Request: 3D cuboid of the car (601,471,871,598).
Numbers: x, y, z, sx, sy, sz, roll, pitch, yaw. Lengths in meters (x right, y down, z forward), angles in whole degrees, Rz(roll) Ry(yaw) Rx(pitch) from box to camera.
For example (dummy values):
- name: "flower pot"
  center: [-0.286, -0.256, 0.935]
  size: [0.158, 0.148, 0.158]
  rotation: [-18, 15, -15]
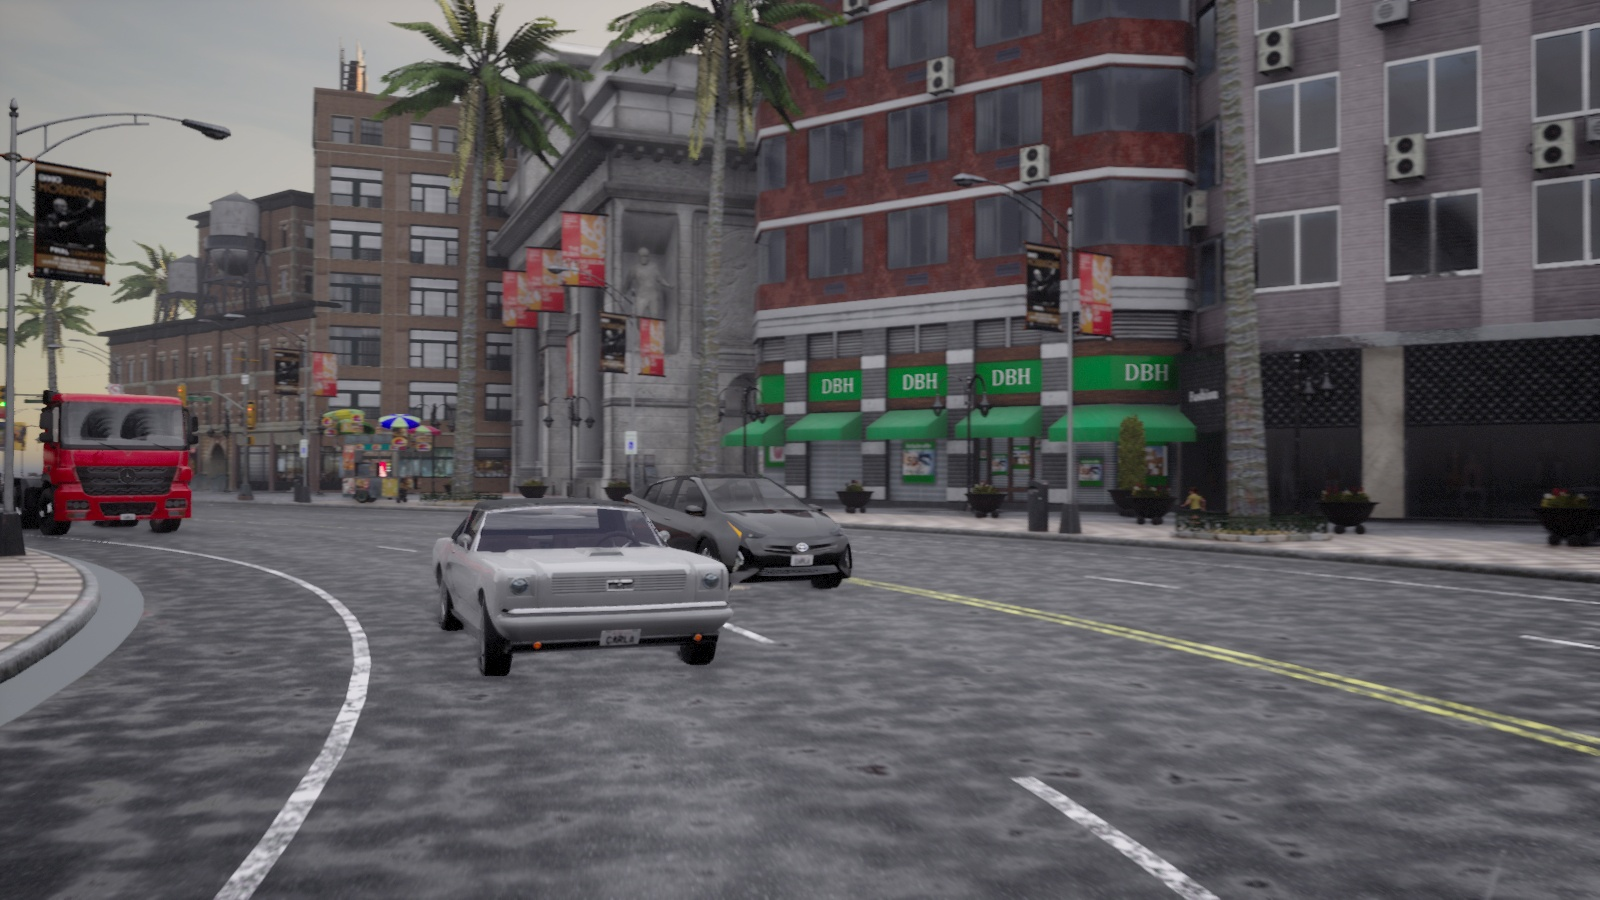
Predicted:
- name: "car"
  center: [-1.057, 1.061, 17.551]
  size: [2.007, 1.525, 4.514]
  rotation: [0, -1, -29]

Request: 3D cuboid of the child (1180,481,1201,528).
- name: "child"
  center: [9.328, 1.304, 29.991]
  size: [0.255, 1.110, 0.394]
  rotation: [1, -1, -41]

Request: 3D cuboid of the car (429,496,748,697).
- name: "car"
  center: [-2.147, 1.117, 11.336]
  size: [1.895, 1.301, 4.718]
  rotation: [0, -1, -22]

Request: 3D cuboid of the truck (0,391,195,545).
- name: "truck"
  center: [-18.166, 0.469, 32.102]
  size: [2.891, 3.462, 7.936]
  rotation: [0, -1, -41]
